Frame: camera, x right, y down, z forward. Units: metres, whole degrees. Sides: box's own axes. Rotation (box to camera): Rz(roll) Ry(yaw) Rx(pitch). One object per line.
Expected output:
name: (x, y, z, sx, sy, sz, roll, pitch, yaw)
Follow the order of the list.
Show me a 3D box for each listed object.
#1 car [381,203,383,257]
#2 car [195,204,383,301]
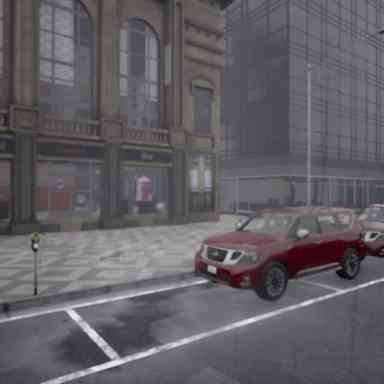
car: (7.069, 1.344, 11.812, 5.009, 1.841, 2.192, 0, 0, -36)
car: (2.479, 1.331, 8.536, 5.009, 1.841, 2.192, 0, 0, -36)
